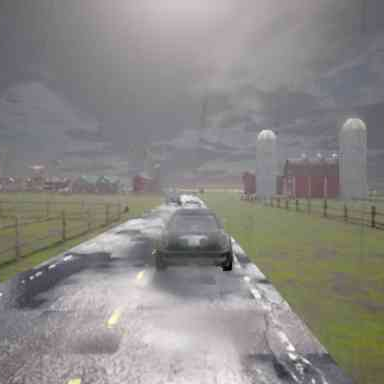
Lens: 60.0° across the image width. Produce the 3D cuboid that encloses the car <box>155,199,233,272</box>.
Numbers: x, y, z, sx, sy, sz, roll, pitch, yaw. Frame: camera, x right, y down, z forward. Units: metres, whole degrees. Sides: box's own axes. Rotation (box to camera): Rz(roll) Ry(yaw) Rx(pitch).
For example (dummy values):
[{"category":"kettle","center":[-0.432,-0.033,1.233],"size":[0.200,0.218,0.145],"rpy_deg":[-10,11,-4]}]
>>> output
[{"category":"car","center":[0.075,1.291,10.722],"size":[2.097,1.767,4.553],"rpy_deg":[0,1,1]}]

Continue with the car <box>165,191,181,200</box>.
[{"category":"car","center":[-2.749,0.938,49.369],"size":[2.150,2.045,5.566],"rpy_deg":[0,0,0]}]
